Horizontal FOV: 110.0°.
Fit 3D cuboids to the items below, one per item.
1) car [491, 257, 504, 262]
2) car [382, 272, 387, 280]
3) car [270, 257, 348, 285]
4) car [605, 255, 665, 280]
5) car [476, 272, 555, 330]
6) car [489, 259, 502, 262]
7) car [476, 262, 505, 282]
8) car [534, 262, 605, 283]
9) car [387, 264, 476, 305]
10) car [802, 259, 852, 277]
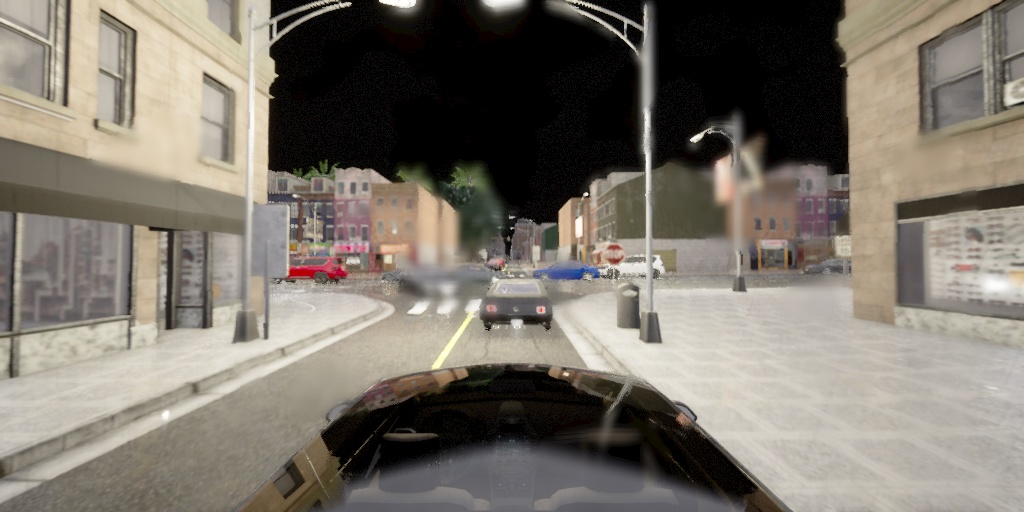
[{"bbox_3d":[-2.553,1.233,52.979,1.882,1.535,5.008,0,0,0],"label":"car"},{"bbox_3d":[-8.653,1.468,30.131,4.181,1.385,1.994,-2,-1,0],"label":"car"},{"bbox_3d":[-15.308,1.093,26.835,5.566,2.045,2.150,0,-1,-1],"label":"car"},{"bbox_3d":[9.991,0.961,30.371,5.566,2.045,2.150,-1,-1,0],"label":"car"},{"bbox_3d":[0.217,1.358,11.103,1.895,1.301,4.718,0,0,2],"label":"car"},{"bbox_3d":[-2.607,1.359,42.394,1.895,1.301,4.718,0,0,2],"label":"car"},{"bbox_3d":[-2.271,1.290,23.507,4.181,1.385,1.994,-1,-1,-1],"label":"car"},{"bbox_3d":[4.035,1.214,27.016,5.008,1.535,1.882,-1,-1,-1],"label":"car"},{"bbox_3d":[-3.788,1.129,16.102,2.128,1.511,4.902,-1,2,-33],"label":"car"},{"bbox_3d":[27.530,1.014,30.490,4.892,1.490,1.837,-1,-1,0],"label":"car"}]
